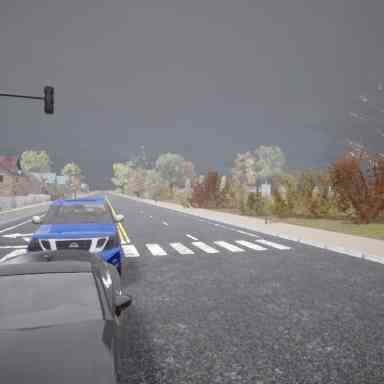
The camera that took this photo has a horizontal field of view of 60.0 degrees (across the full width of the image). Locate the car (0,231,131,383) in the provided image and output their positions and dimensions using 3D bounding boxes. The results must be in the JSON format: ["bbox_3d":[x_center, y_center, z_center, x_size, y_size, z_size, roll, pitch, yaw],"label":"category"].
[{"bbox_3d":[-1.740,1.524,3.956,1.812,1.442,4.674,0,0,-12],"label":"car"}]

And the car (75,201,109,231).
[{"bbox_3d":[-6.505,1.468,21.889,1.882,1.535,5.008,0,0,-15],"label":"car"}]

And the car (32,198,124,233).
[{"bbox_3d":[-3.345,1.218,10.054,2.150,2.045,5.566,0,0,-15],"label":"car"}]

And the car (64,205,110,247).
[{"bbox_3d":[-4.968,1.498,16.135,1.837,1.490,4.892,0,0,-15],"label":"car"}]

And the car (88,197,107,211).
[{"bbox_3d":[-11.630,1.462,41.104,2.128,1.511,4.902,0,0,-15],"label":"car"}]

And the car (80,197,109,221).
[{"bbox_3d":[-8.033,1.337,27.631,2.097,1.767,4.553,0,0,-15],"label":"car"}]
